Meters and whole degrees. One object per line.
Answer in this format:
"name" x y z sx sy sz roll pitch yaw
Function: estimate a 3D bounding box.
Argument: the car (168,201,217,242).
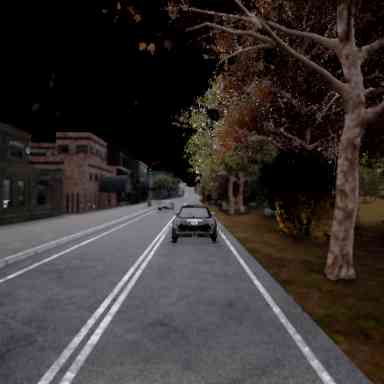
"car" 0.112 1.419 16.994 2.097 1.767 4.553 0 0 0

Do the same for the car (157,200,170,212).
"car" -3.274 1.764 42.525 1.994 1.385 4.181 0 0 0
